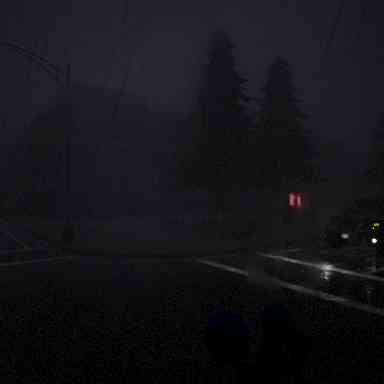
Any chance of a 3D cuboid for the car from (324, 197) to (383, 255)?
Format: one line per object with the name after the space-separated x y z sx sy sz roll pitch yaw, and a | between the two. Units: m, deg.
7.779 1.248 13.701 5.566 2.045 2.150 0 0 -36 | car
